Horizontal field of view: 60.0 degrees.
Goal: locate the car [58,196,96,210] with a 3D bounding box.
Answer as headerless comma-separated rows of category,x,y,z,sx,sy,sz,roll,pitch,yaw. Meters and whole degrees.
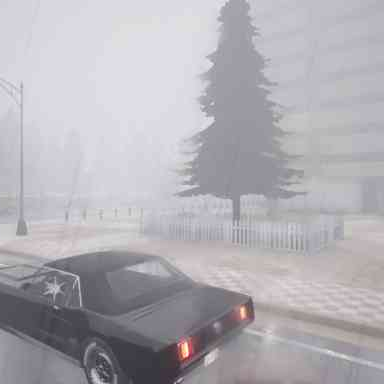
car,-14.550,1.352,42.086,2.097,1.767,4.553,0,0,36

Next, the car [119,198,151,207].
car,-8.538,1.547,50.412,2.033,1.411,5.357,0,0,36

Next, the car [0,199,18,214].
car,-20.448,1.478,33.912,1.882,1.535,5.008,0,0,36

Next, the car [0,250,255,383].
car,-1.571,1.601,5.130,4.718,1.301,1.895,0,0,36
